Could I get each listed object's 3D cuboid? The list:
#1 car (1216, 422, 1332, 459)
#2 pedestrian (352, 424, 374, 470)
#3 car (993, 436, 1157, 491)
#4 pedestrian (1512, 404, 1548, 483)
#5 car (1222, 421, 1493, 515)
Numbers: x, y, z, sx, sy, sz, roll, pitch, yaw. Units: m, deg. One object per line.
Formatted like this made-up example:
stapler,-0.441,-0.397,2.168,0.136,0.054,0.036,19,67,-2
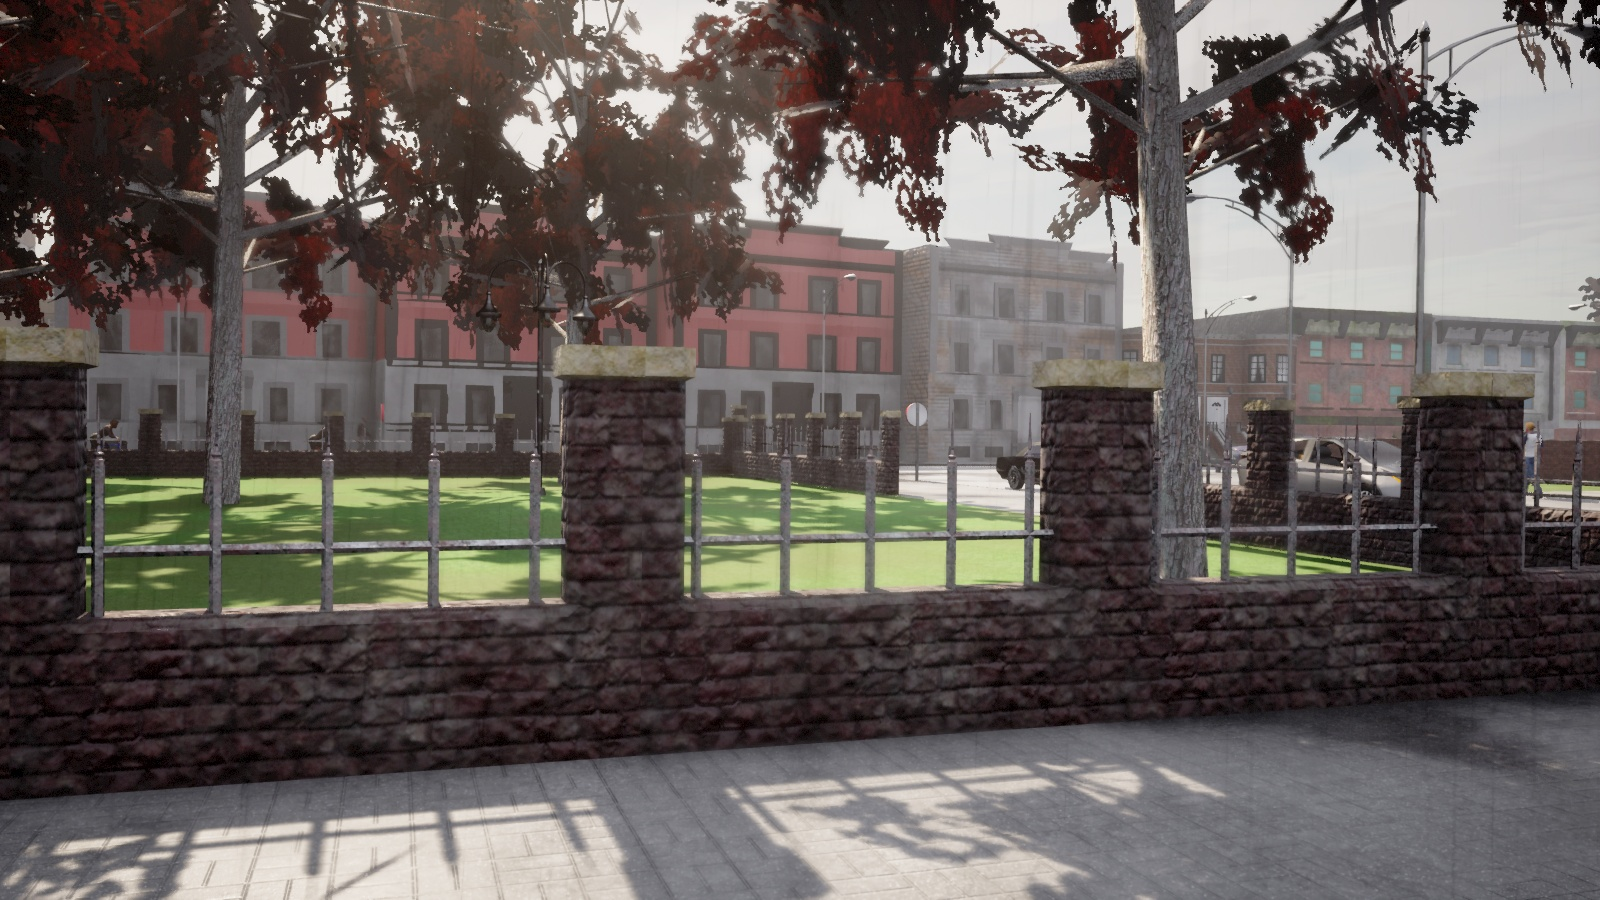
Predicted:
car,22.011,-0.459,58.345,4.856,1.649,2.033,-1,1,-18
pedestrian,-17.465,-0.120,50.186,0.720,1.854,0.376,-1,1,4
car,6.994,0.294,32.525,1.895,1.301,4.718,-1,1,-20
pedestrian,17.244,-0.161,29.670,0.354,1.836,0.706,-1,1,-8
car,10.067,0.260,23.108,2.007,1.525,4.514,-1,1,-20
